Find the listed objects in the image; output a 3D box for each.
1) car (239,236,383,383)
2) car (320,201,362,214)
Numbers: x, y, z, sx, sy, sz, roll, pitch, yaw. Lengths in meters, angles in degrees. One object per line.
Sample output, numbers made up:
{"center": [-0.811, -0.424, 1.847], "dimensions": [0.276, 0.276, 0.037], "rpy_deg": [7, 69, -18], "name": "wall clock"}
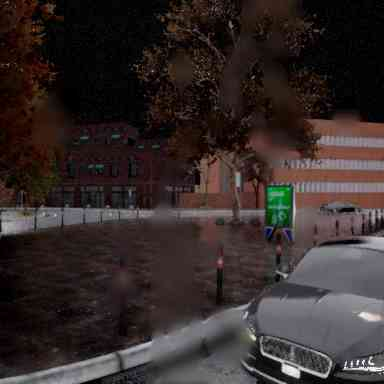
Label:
{"center": [2.606, 1.511, 5.054], "dimensions": [1.837, 1.490, 4.892], "rpy_deg": [0, 0, 42], "name": "car"}
{"center": [17.231, 1.795, 38.475], "dimensions": [4.902, 1.511, 2.128], "rpy_deg": [0, 0, -15], "name": "car"}
